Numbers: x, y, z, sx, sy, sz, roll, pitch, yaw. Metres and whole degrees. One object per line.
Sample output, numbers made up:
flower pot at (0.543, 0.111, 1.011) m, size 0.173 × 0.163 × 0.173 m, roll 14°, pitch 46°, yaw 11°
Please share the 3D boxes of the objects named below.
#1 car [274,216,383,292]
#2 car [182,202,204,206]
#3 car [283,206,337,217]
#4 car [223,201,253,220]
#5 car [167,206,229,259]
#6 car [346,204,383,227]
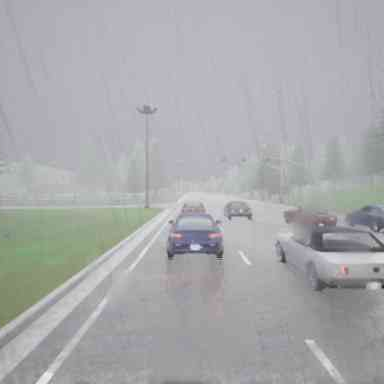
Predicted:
car at (3.598, 1.556, 8.789) m, size 1.895 × 1.301 × 4.718 m, roll 0°, pitch 0°, yaw 0°
car at (0.099, 1.459, 27.855) m, size 1.895 × 1.301 × 4.718 m, roll 0°, pitch 0°, yaw 0°
car at (7.099, 1.496, 20.582) m, size 1.895 × 1.301 × 4.718 m, roll 0°, pitch 0°, yaw 0°
car at (3.599, 1.411, 26.742) m, size 2.033 × 1.411 × 5.357 m, roll 0°, pitch 0°, yaw 0°
car at (0.100, 1.464, 12.161) m, size 1.812 × 1.442 × 4.674 m, roll 0°, pitch 0°, yaw 0°
car at (10.599, 1.429, 18.984) m, size 1.812 × 1.442 × 4.674 m, roll 0°, pitch 0°, yaw 0°
